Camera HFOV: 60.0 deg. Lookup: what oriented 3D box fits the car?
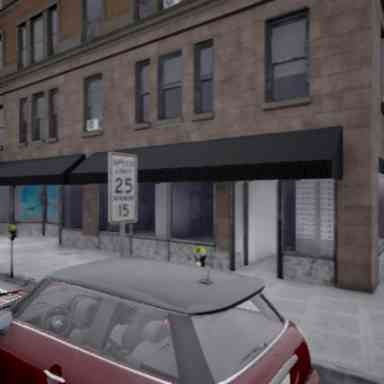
[{"bbox_3d":[-0.928,1.440,3.511,4.097,1.590,1.967,0,0,36],"label":"car"}]
